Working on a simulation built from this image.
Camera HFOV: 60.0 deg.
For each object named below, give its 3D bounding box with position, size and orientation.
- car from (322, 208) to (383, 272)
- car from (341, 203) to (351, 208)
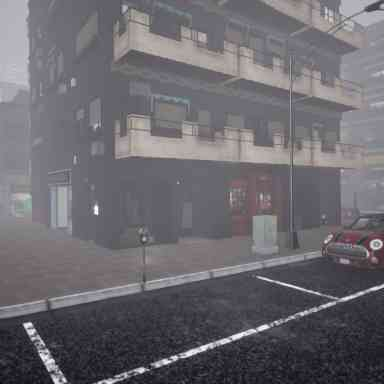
[{"bbox_3d":[5.932,1.437,10.575,4.097,1.590,1.967,0,-1,-36],"label":"car"},{"bbox_3d":[12.974,1.589,30.277,1.994,1.385,4.181,-1,1,-36],"label":"car"}]
